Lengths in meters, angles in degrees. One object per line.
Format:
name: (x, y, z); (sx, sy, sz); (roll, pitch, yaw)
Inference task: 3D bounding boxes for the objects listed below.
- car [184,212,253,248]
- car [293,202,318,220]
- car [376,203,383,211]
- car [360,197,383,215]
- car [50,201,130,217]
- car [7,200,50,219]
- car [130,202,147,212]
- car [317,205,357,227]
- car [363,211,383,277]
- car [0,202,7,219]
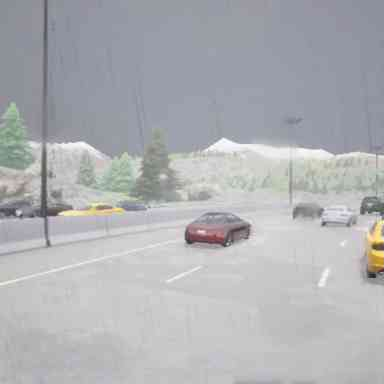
car: (1.358, 1.638, 15.547); (1.994, 1.385, 4.181); (0, 0, 29)
car: (10.751, 1.714, 30.418); (1.837, 1.490, 4.892); (0, 0, 36)
car: (15.820, 1.777, 25.574); (2.033, 1.411, 5.357); (0, 0, 35)
car: (20.554, 1.539, 37.209); (2.150, 2.045, 5.566); (0, 0, 40)
car: (-6.821, 1.518, 22.851); (1.882, 1.535, 5.008); (0, 0, 30)
car: (-12.118, 1.510, 27.652); (2.128, 1.511, 4.902); (0, 0, 30)
car: (-6.393, 1.622, 30.436); (2.033, 1.411, 5.357); (0, 0, 32)
car: (10.854, 1.711, 24.413); (1.812, 1.442, 4.674); (0, 0, 34)
car: (6.300, 1.567, 10.009); (1.882, 1.535, 5.008); (0, 0, 27)
car: (-15.492, 1.501, 28.794); (1.837, 1.490, 4.892); (0, 0, 30)
